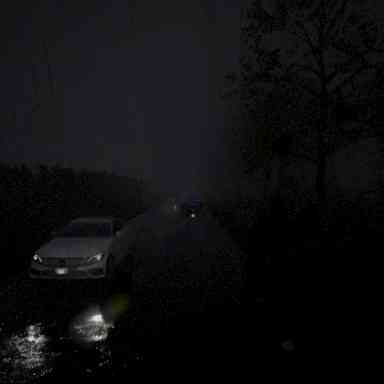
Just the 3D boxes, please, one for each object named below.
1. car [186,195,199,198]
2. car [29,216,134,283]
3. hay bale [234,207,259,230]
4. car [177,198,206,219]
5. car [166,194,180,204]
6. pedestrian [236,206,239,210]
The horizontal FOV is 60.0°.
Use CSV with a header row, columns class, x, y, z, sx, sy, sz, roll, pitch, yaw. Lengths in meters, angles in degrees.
class,x,y,z,sx,sy,sz,roll,pitch,yaw
car,0.063,1.129,41.892,1.882,1.535,5.008,0,1,0
car,-2.859,1.451,9.604,1.812,1.442,4.674,0,0,0
hay bale,3.109,1.504,19.182,1.220,1.180,1.240,0,1,0
car,0.073,1.390,26.110,1.895,1.301,4.718,0,0,0
car,-2.882,1.055,50.978,2.128,1.511,4.902,0,1,0
pedestrian,2.804,1.418,20.302,0.375,1.300,0.375,0,1,0
